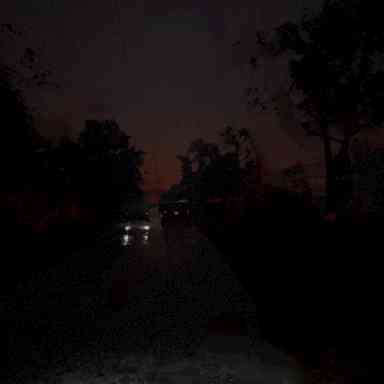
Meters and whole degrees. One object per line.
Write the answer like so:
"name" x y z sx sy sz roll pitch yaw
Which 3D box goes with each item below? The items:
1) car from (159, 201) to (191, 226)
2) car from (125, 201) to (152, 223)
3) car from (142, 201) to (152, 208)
"car" -1.283 1.518 25.202 2.097 1.767 4.553 0 -1 -5
"car" -4.488 1.667 27.833 1.882 1.535 5.008 0 -1 -6
"car" -9.217 2.569 68.337 2.033 1.411 5.357 0 -2 -7
